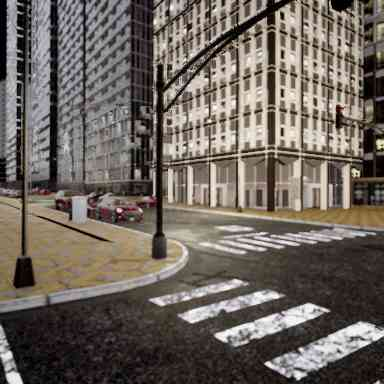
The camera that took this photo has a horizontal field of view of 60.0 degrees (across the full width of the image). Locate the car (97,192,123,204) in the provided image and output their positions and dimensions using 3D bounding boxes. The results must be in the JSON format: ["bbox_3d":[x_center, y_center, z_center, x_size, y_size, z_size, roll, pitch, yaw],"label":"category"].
[{"bbox_3d":[-11.205,0.806,45.283,1.752,1.417,4.829,2,0,-36],"label":"car"}]

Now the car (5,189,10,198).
[{"bbox_3d":[-30.894,0.372,58.289,2.008,1.369,4.403,2,0,-36],"label":"car"}]

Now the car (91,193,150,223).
[{"bbox_3d":[-4.838,1.119,22.098,1.967,1.590,4.097,2,0,-36],"label":"car"}]

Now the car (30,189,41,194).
[{"bbox_3d":[-40.426,-0.114,85.875,1.947,1.339,4.313,2,0,-36],"label":"car"}]

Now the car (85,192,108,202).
[{"bbox_3d":[-14.365,0.743,49.670,1.947,1.339,4.313,2,0,-36],"label":"car"}]

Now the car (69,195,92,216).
[{"bbox_3d":[-8.100,1.154,26.622,1.802,1.307,4.206,2,0,-36],"label":"car"}]

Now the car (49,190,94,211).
[{"bbox_3d":[-11.348,0.780,31.146,2.192,1.841,5.009,2,0,-36],"label":"car"}]

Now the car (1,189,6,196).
[{"bbox_3d":[-34.150,0.259,62.813,1.887,1.381,4.507,2,0,-36],"label":"car"}]

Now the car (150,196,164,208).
[{"bbox_3d":[-4.592,1.081,36.092,1.802,1.307,4.206,2,0,-36],"label":"car"}]

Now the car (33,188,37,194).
[{"bbox_3d":[-37.161,-0.258,81.349,2.192,1.841,5.009,2,0,-36],"label":"car"}]

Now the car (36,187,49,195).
[{"bbox_3d":[-33.910,0.079,76.824,1.887,1.381,4.507,2,0,-36],"label":"car"}]

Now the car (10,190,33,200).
[{"bbox_3d":[-27.637,0.473,53.765,1.887,1.381,4.507,2,0,-36],"label":"car"}]

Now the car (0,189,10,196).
[{"bbox_3d":[-40.664,0.066,71.861,1.947,1.339,4.313,2,0,-36],"label":"car"}]
